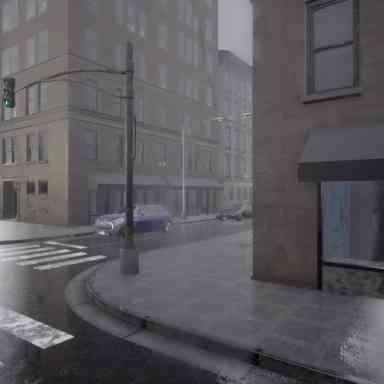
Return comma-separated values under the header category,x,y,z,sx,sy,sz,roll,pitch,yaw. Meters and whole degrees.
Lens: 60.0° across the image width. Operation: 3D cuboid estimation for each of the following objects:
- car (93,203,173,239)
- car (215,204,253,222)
category,x,y,z,sx,sy,sz,roll,pitch,yaw
car,-3.095,1.432,18.099,2.097,1.767,4.553,0,0,36
car,4.077,1.696,28.167,2.033,1.411,5.357,0,0,36
